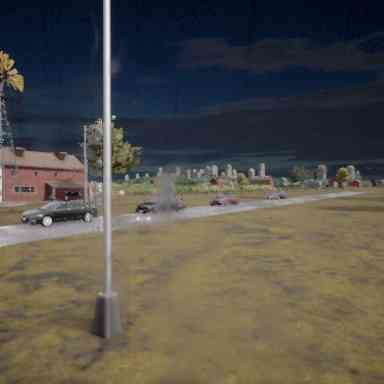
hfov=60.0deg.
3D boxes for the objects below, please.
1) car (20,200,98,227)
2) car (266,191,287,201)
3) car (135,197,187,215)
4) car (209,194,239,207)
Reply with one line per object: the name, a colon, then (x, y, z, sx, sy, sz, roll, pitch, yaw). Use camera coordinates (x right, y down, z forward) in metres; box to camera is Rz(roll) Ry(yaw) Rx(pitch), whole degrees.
car: (-8.378, 1.304, 21.373, 1.837, 1.490, 4.892, 1, 2, 37)
car: (12.940, 0.559, 50.680, 2.128, 1.511, 4.902, 1, 2, 36)
car: (-2.580, 1.150, 29.350, 2.033, 1.411, 5.357, 1, 2, 36)
car: (3.733, 0.946, 38.082, 1.994, 1.385, 4.181, 1, 2, 35)
